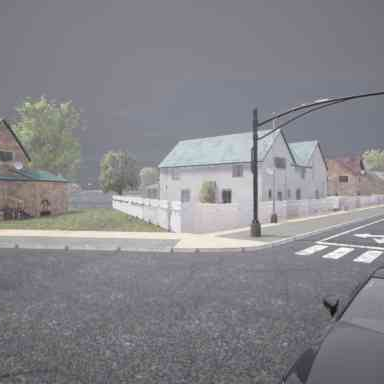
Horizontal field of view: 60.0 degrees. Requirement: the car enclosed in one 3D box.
[{"bbox_3d":[2.531,1.524,3.416,1.812,1.442,4.674,0,0,42],"label":"car"}]
